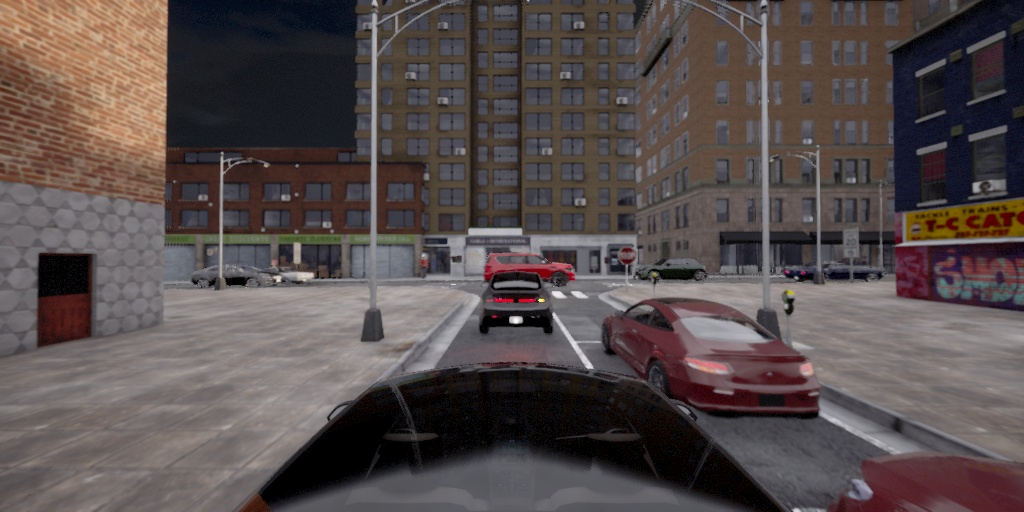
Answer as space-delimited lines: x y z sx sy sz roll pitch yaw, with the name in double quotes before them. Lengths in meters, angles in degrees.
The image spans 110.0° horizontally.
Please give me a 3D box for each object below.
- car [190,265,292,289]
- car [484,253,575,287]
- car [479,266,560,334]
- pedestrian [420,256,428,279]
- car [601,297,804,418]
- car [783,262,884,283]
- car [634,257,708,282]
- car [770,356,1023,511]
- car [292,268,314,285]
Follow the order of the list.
"car" -16.762 1.270 21.987 4.902 1.511 2.128 -1 -1 0
"car" 1.006 0.835 21.884 5.566 2.045 2.150 -1 0 0
"car" 0.129 1.200 10.465 1.837 1.490 4.892 0 0 1
"pedestrian" -6.818 0.879 27.807 0.375 1.860 0.375 0 0 0
"car" 2.640 1.308 5.729 1.802 1.307 4.207 0 0 0
"car" 19.521 1.021 21.833 4.718 1.301 1.895 0 -1 0
"car" 10.859 0.884 24.818 4.553 1.767 2.097 -1 -1 0
"car" 2.638 1.340 0.291 1.802 1.307 4.207 0 0 0
"car" -16.609 1.416 24.932 4.718 1.301 1.895 -1 -1 0
